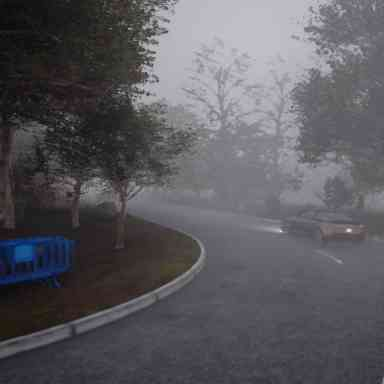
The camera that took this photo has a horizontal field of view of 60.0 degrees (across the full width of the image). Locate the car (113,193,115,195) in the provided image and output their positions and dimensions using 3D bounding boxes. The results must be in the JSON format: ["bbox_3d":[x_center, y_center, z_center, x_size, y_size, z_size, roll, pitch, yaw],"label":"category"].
[{"bbox_3d":[-10.133,0.532,40.029,1.895,1.301,4.718,1,1,-27],"label":"car"}]

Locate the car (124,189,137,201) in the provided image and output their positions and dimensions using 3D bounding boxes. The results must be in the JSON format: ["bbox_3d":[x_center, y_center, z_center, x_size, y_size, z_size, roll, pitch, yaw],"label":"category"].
[{"bbox_3d":[-9.041,0.226,45.435,2.097,1.767,4.553,1,1,-27],"label":"car"}]

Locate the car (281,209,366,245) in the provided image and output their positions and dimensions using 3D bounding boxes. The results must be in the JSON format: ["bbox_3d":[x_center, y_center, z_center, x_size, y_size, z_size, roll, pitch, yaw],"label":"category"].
[{"bbox_3d":[5.788,1.454,15.151,1.994,1.385,4.181,1,1,-13],"label":"car"}]
